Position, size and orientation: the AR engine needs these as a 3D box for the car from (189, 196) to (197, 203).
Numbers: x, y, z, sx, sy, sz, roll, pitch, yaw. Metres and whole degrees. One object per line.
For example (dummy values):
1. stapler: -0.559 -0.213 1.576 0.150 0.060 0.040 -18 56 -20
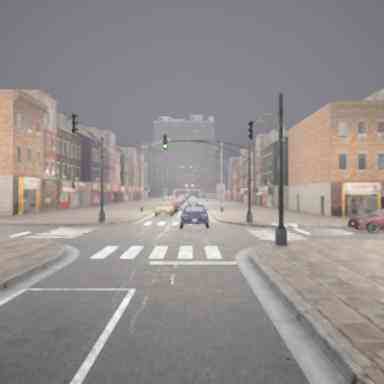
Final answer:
1. car: 0.191 1.600 72.637 1.837 1.490 4.892 0 0 0

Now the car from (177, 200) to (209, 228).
1. car: 0.166 1.553 22.603 1.812 1.442 4.674 0 0 0

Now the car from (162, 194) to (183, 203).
1. car: -2.536 1.341 37.165 2.192 1.841 5.009 0 0 0

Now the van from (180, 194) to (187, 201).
1. van: -2.393 1.477 91.607 1.690 1.788 3.998 0 0 0

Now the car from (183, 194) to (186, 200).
1. car: -2.481 1.593 58.771 1.752 1.417 4.829 0 0 0

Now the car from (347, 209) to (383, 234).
1. car: 11.626 1.714 19.920 4.181 1.385 1.994 1 0 1

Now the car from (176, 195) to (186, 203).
1. car: -2.437 1.545 75.274 1.967 1.590 4.097 0 0 0

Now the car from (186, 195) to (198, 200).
1. car: 0.164 1.602 62.391 1.812 1.442 4.674 0 0 0

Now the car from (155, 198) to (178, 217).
1. car: -2.551 1.544 31.552 1.752 1.417 4.829 0 0 0

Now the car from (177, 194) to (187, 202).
1. car: -2.422 1.431 80.719 2.192 1.841 5.009 0 0 0

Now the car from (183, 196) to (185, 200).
1. car: -2.509 1.596 48.054 2.008 1.369 4.403 0 0 0
